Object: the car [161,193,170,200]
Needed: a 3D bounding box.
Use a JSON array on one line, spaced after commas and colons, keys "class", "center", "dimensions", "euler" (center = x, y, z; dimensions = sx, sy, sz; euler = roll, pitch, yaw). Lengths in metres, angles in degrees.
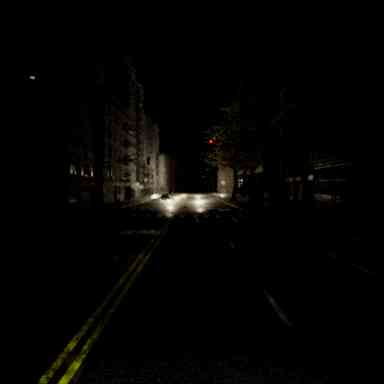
[{"class": "car", "center": [-6.526, 1.076, 80.847], "dimensions": [1.812, 1.442, 4.674], "euler": [0, 0, 0]}]
